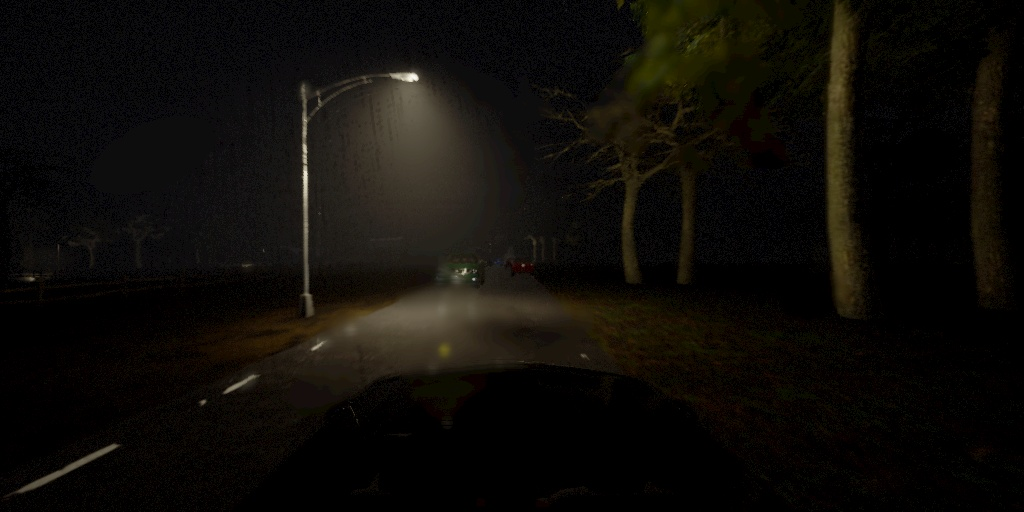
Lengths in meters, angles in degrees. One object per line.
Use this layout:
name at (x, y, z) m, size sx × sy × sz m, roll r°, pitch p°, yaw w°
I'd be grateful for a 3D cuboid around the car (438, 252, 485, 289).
car at (-2.836, 0.778, 21.277) m, size 2.150 × 2.045 × 5.566 m, roll 0°, pitch 0°, yaw 0°

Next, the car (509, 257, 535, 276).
car at (0.966, 0.849, 33.088) m, size 2.097 × 1.767 × 4.553 m, roll 0°, pitch 0°, yaw 0°

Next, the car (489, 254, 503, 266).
car at (-2.757, 0.715, 62.389) m, size 2.150 × 2.045 × 5.566 m, roll 0°, pitch 0°, yaw 0°

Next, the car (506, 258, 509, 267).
car at (0.029, 0.938, 54.959) m, size 1.882 × 1.535 × 5.008 m, roll 0°, pitch 0°, yaw 0°
